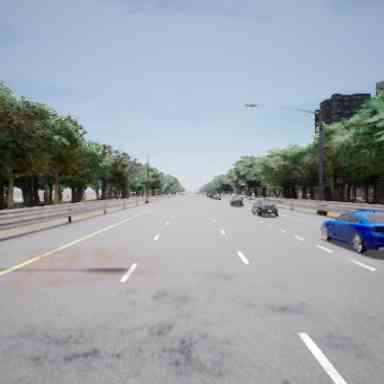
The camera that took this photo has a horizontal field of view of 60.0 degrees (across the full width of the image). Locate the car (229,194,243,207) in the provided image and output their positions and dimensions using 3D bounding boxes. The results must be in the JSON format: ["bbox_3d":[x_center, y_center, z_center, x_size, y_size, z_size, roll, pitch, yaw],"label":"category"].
[{"bbox_3d":[6.997,1.548,52.973,1.812,1.442,4.674,0,0,0],"label":"car"}]

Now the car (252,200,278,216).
[{"bbox_3d":[6.992,1.539,32.058,1.812,1.442,4.674,0,0,0],"label":"car"}]

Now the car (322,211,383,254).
[{"bbox_3d":[6.997,1.497,13.619,1.882,1.535,5.008,0,0,0],"label":"car"}]
